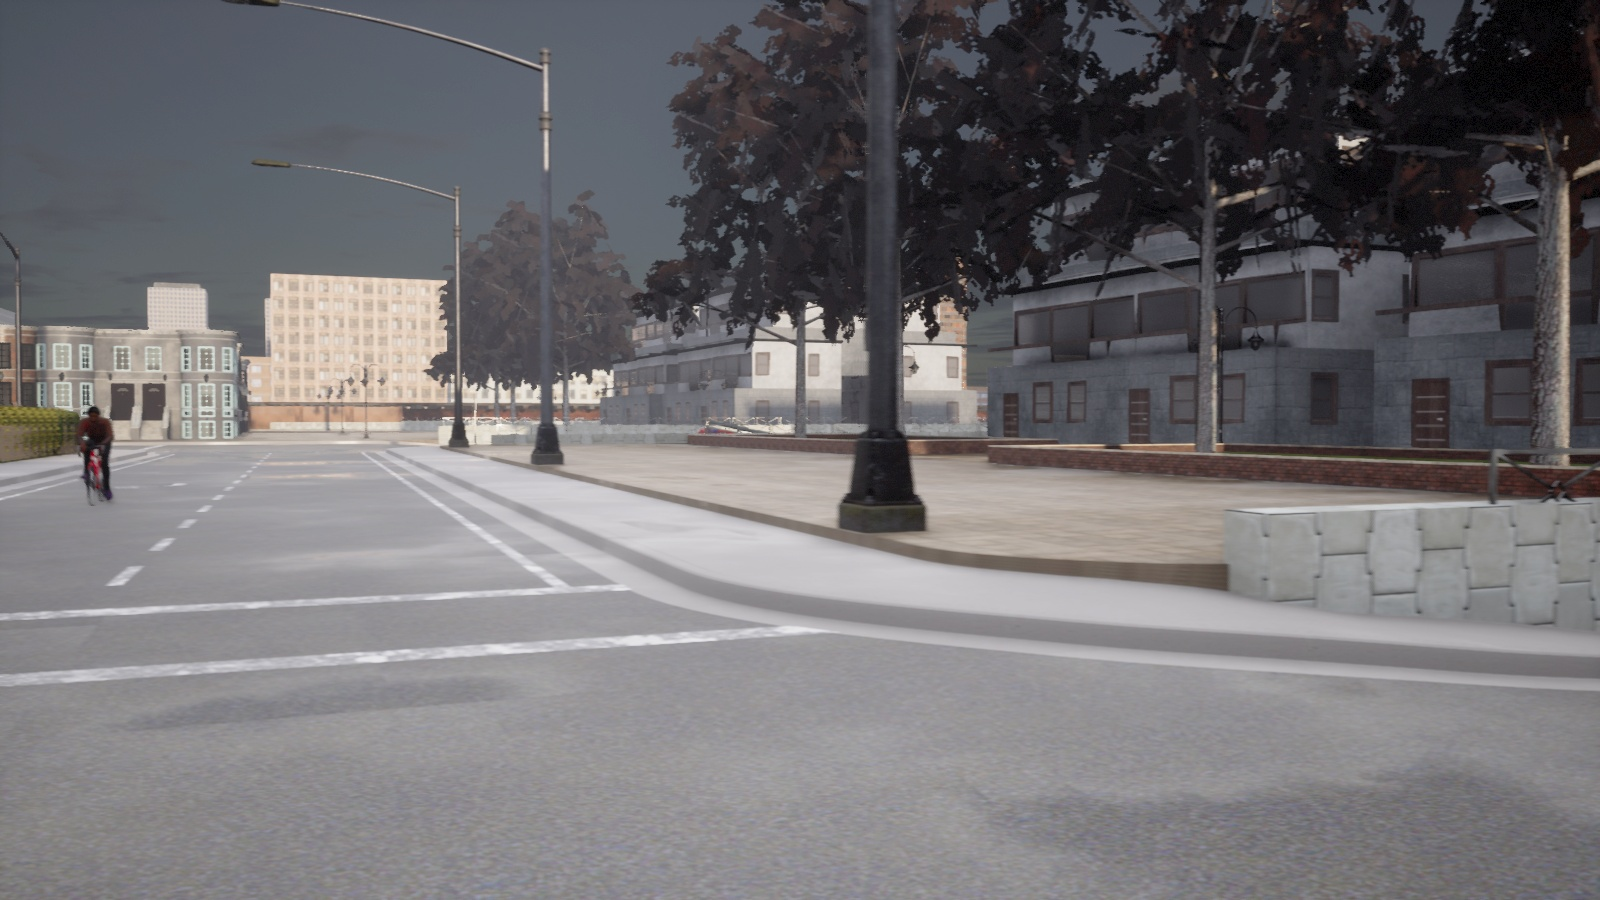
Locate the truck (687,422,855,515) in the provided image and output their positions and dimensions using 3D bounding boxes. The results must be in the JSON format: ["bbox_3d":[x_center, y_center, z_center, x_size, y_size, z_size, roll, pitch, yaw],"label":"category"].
[{"bbox_3d":[-1.590,1.044,70.347,8.468,3.827,2.891,10,-3,-22],"label":"truck"}]

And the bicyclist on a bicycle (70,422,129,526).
[{"bbox_3d":[-11.497,0.358,20.655,0.582,1.620,1.656,-2,2,-21],"label":"bicyclist on a bicycle"}]
